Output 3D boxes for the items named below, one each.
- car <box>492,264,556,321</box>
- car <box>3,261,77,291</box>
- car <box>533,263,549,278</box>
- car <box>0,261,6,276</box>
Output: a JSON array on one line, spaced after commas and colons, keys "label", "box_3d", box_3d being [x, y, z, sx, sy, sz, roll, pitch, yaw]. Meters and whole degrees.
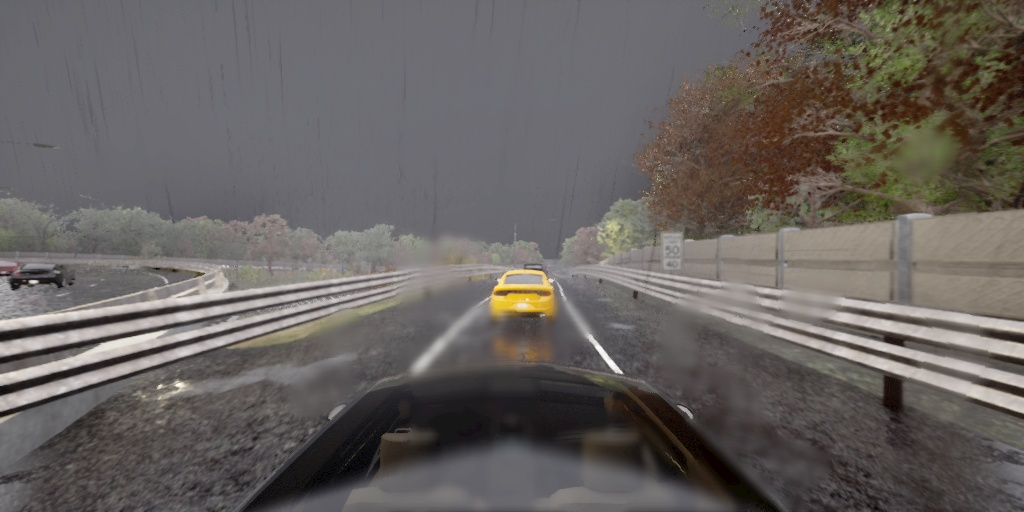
[{"label": "car", "box_3d": [0.462, 1.221, 12.434, 1.882, 1.535, 5.008, 0, 0, 4]}, {"label": "car", "box_3d": [-28.180, 1.188, 21.688, 1.837, 1.490, 4.892, 0, 0, -43]}, {"label": "car", "box_3d": [4.422, 2.238, 54.586, 2.150, 2.045, 5.566, 0, -4, 7]}, {"label": "car", "box_3d": [-43.002, 1.175, 30.537, 4.674, 1.442, 1.812, 0, 0, 38]}]
